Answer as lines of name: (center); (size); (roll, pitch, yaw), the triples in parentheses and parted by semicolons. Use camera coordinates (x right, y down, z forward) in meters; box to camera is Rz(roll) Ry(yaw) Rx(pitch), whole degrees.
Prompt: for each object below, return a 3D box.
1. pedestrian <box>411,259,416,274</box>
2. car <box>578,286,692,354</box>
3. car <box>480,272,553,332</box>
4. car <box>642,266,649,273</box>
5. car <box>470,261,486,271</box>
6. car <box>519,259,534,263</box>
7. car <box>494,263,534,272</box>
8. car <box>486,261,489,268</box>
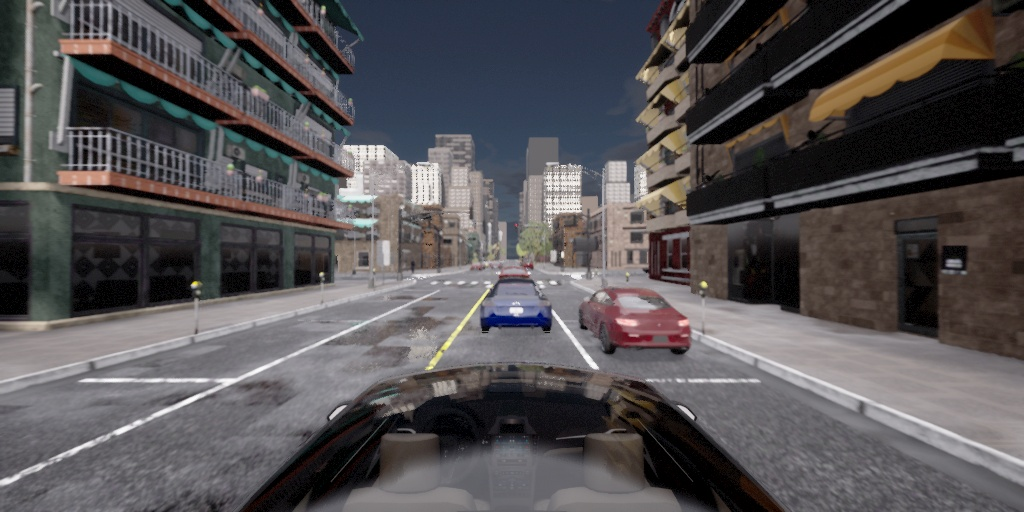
pedestrian: (-12.458, 1.327, 45.091); (0.375, 1.860, 0.375); (0, 0, 0)
car: (2.697, 1.376, 8.578); (1.802, 1.307, 4.207); (0, 0, 0)
car: (0.110, 1.373, 11.130); (1.994, 1.385, 4.181); (0, -1, 0)
car: (17.546, 1.376, 42.117); (4.313, 1.339, 1.948); (0, 0, 0)
car: (-5.708, 1.681, 57.818); (1.888, 1.381, 4.507); (0, 0, 0)
car: (2.768, 1.493, 63.328); (2.192, 1.841, 5.009); (0, 0, 0)
car: (0.123, 1.357, 21.531); (1.882, 1.535, 5.008); (0, 0, 0)
car: (-5.613, 1.744, 63.339); (1.948, 1.339, 4.313); (0, 0, 0)
